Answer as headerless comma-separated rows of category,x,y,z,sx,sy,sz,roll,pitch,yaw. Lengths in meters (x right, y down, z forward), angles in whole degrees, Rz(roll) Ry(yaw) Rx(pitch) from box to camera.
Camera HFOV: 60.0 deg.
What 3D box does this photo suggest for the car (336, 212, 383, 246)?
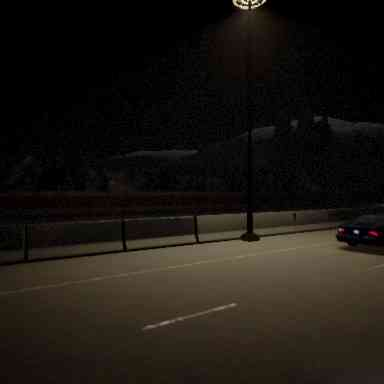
car,8.269,1.560,14.066,5.357,1.411,2.033,0,0,-35
